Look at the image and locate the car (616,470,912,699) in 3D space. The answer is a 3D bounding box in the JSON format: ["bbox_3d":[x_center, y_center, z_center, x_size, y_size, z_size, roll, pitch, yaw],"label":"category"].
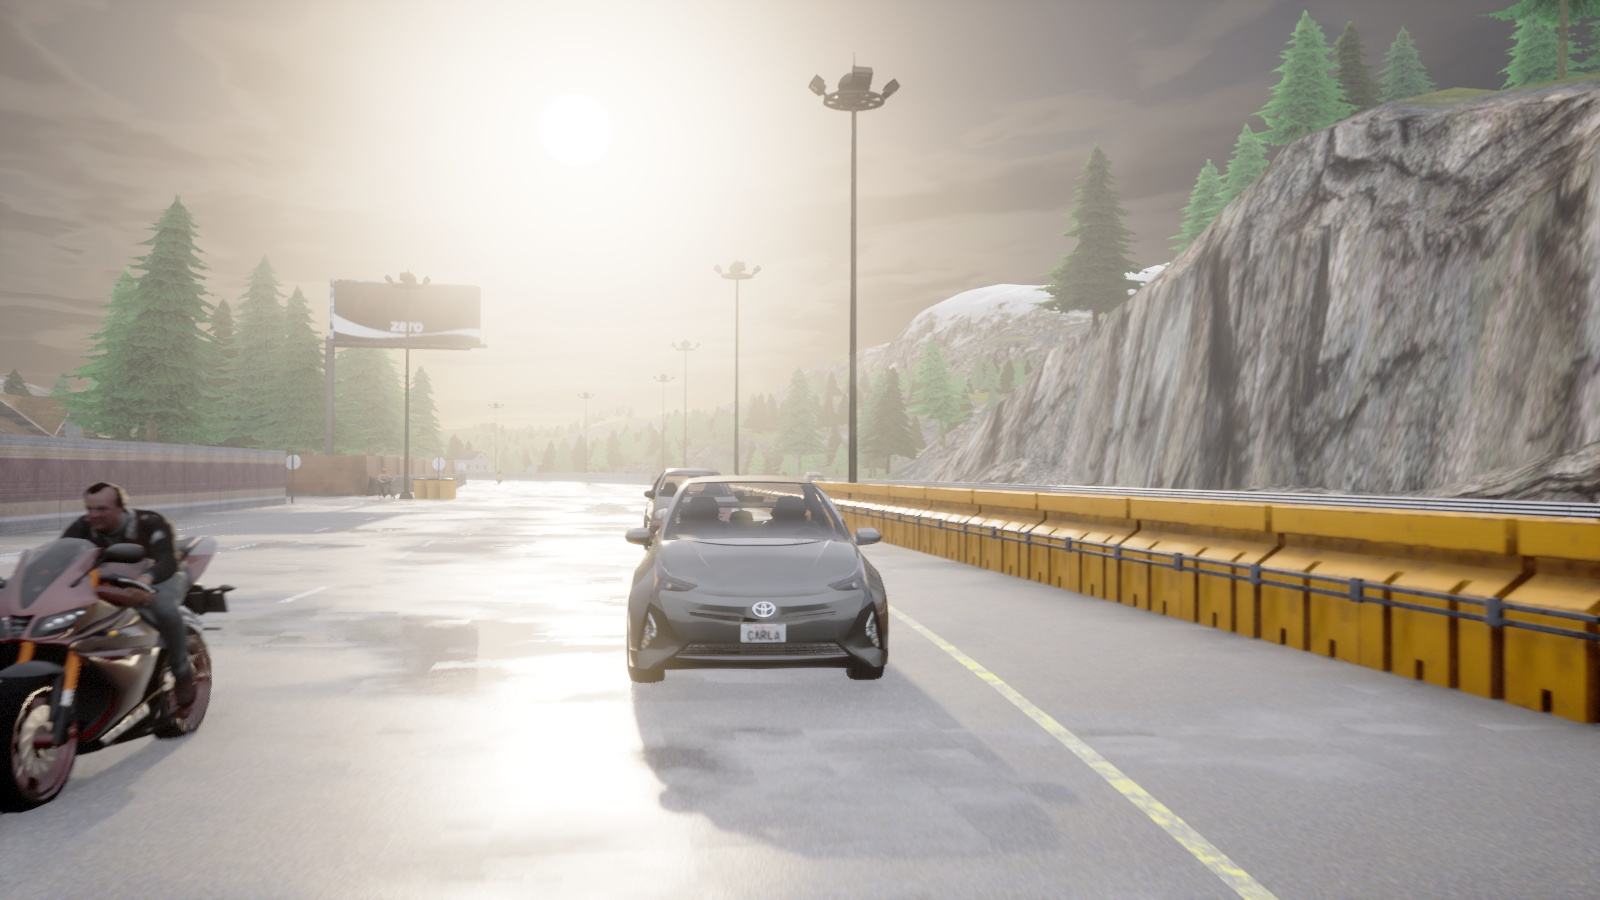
[{"bbox_3d":[-0.434,0.944,10.780,2.007,1.525,4.514,0,-1,-5],"label":"car"}]

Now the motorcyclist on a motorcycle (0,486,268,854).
[{"bbox_3d":[-3.585,0.972,6.443,0.866,1.530,2.191,-1,-1,-3],"label":"motorcyclist on a motorcycle"}]

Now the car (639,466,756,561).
[{"bbox_3d":[-2.008,1.115,23.544,1.851,1.617,3.988,0,-1,-9],"label":"car"}]
